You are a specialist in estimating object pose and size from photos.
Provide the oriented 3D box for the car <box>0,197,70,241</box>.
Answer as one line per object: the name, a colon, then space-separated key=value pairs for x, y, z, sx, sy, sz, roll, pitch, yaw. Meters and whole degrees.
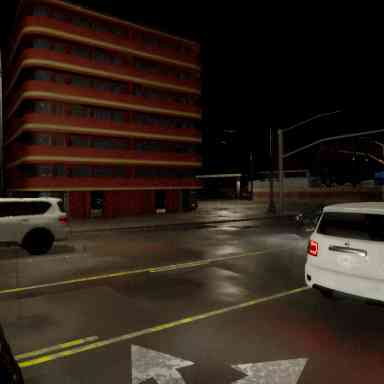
car: x=-7.245 y=1.221 z=11.717 sx=5.566 sy=2.045 sz=2.150 roll=0 pitch=0 yaw=-35

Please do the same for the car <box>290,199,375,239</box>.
car: x=7.633 y=1.312 z=17.919 sx=4.553 sy=1.767 sz=2.097 roll=0 pitch=0 yaw=-35

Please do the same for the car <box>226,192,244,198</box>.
car: x=11.405 y=0.818 z=85.101 sx=3.806 sy=1.475 sz=1.970 roll=-1 pitch=1 yaw=-35

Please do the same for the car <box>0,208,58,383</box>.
car: x=-3.661 y=1.222 z=1.141 sx=5.566 sy=2.045 sz=2.150 roll=0 pitch=0 yaw=-35

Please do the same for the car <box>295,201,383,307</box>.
car: x=4.782 y=1.218 z=7.137 sx=5.566 sy=2.045 sz=2.150 roll=0 pitch=0 yaw=-35

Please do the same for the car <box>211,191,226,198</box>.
car: x=7.440 y=0.671 z=89.327 sx=4.611 sy=1.667 sz=2.242 roll=-1 pitch=1 yaw=-35
